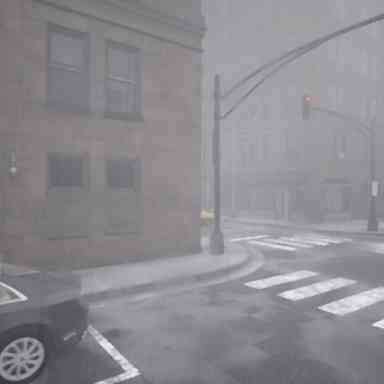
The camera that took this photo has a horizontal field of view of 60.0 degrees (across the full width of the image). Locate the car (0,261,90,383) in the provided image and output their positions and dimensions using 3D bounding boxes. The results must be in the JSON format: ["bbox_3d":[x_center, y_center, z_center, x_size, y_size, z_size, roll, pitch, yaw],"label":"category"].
[{"bbox_3d":[-3.430,1.550,3.741,4.403,1.369,2.008,0,0,-36],"label":"car"}]

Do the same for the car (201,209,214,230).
[{"bbox_3d":[-0.478,1.394,20.145,1.882,1.535,5.008,0,0,-34],"label":"car"}]
